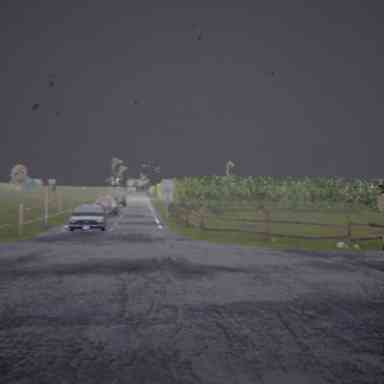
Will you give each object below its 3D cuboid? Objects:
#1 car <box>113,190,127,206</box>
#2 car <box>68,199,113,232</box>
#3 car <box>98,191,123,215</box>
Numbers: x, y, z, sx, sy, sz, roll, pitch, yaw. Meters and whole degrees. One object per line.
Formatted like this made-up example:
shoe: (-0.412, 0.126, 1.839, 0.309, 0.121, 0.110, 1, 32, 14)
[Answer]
car: (-9.813, 0.808, 44.328, 2.150, 2.045, 5.566, 1, 0, -8)
car: (-5.774, 1.346, 18.975, 2.033, 1.411, 5.357, 1, 0, -12)
car: (-7.627, 1.060, 29.760, 2.097, 1.767, 4.553, 1, 0, -9)
